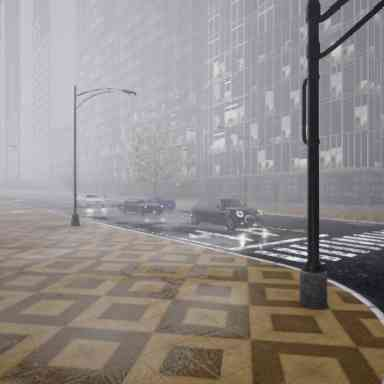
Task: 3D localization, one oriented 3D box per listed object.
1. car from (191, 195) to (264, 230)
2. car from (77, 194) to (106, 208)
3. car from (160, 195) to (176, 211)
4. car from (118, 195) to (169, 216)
[{"bbox_3d":[1.945,1.104,19.239,2.097,1.767,4.553,0,1,-38],"label":"car"},{"bbox_3d":[-10.842,0.899,35.487,1.812,1.442,4.674,0,1,-38],"label":"car"},{"bbox_3d":[-3.545,0.983,31.767,1.882,1.535,5.008,0,1,-38],"label":"car"},{"bbox_3d":[-4.212,1.171,27.044,1.895,1.301,4.718,0,1,-38],"label":"car"}]
